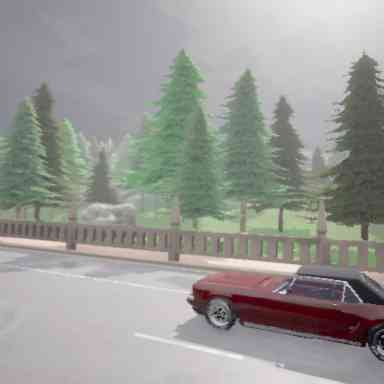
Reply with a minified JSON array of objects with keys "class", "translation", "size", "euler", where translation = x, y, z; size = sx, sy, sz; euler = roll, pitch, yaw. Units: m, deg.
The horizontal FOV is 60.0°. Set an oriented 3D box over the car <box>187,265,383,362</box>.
[{"class":"car","translation":[2.322,2.162,6.693],"size":[4.718,1.301,1.895],"euler":[0,-4,25]}]
